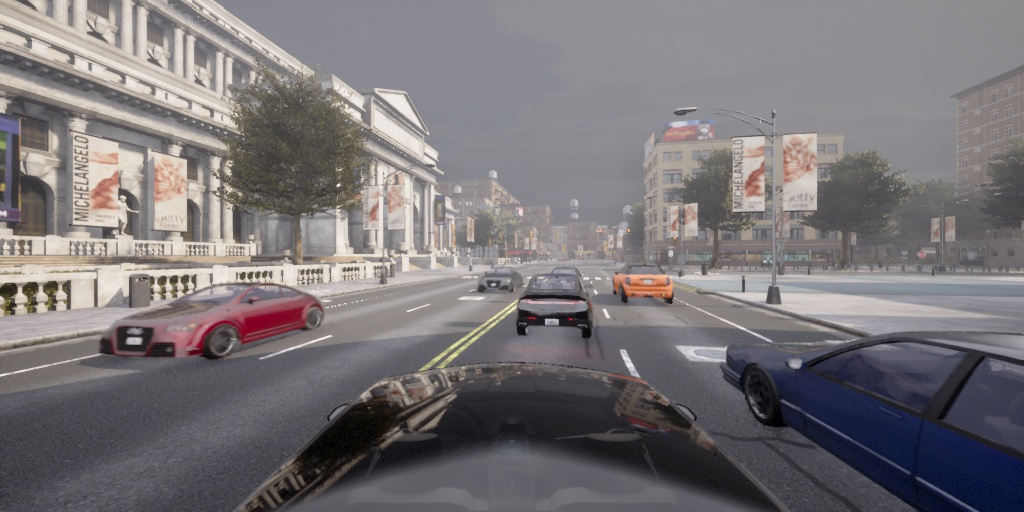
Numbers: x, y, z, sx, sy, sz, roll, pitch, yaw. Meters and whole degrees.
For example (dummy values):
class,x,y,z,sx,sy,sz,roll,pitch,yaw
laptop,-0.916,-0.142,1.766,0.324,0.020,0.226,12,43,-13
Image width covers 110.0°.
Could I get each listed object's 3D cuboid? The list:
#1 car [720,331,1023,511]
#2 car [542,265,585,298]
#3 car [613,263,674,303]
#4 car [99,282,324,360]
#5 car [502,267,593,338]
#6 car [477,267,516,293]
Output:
class,x,y,z,sx,sy,sz,roll,pitch,yaw
car,3.738,1.297,2.562,2.033,1.411,5.357,0,0,3
car,2.945,1.297,19.763,2.033,1.411,5.357,0,0,11
car,5.990,1.101,16.864,2.097,1.767,4.553,0,0,10
car,-6.396,1.314,8.305,1.994,1.385,4.181,0,0,8
car,1.270,1.242,10.287,2.128,1.511,4.902,0,0,9
car,-0.583,1.314,20.576,1.994,1.385,4.181,0,0,11
